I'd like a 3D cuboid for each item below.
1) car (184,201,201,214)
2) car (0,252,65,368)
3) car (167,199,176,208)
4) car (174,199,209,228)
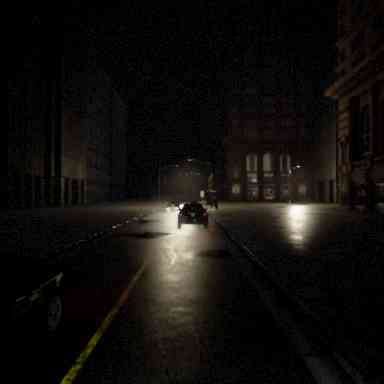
[{"bbox_3d":[0.047,1.907,41.320,1.994,1.385,4.181,0,-1,0],"label":"car"},{"bbox_3d":[-3.105,1.564,4.070,1.812,1.442,4.674,0,0,0],"label":"car"},{"bbox_3d":[-3.082,1.969,56.372,1.812,1.442,4.674,0,-1,0],"label":"car"},{"bbox_3d":[0.061,1.558,23.940,2.097,1.767,4.553,0,-1,0],"label":"car"}]
